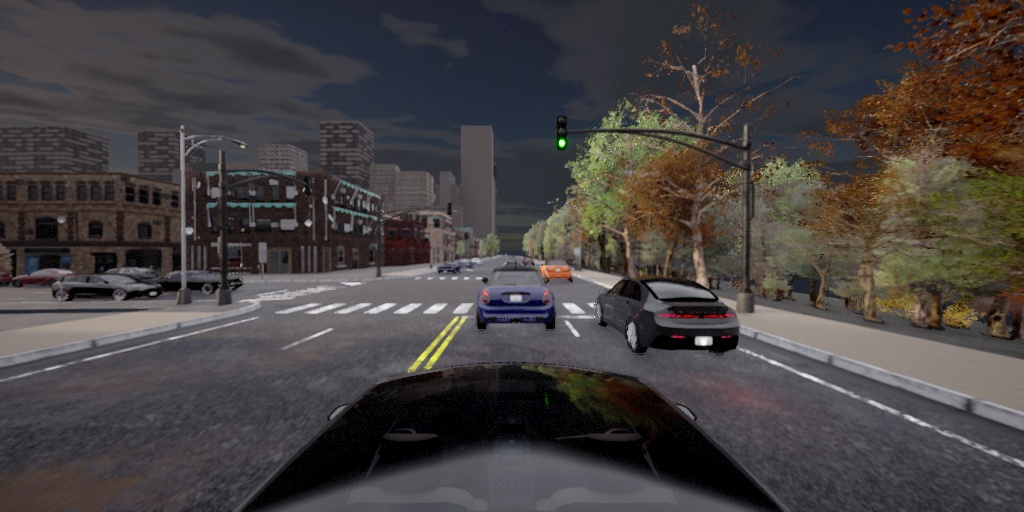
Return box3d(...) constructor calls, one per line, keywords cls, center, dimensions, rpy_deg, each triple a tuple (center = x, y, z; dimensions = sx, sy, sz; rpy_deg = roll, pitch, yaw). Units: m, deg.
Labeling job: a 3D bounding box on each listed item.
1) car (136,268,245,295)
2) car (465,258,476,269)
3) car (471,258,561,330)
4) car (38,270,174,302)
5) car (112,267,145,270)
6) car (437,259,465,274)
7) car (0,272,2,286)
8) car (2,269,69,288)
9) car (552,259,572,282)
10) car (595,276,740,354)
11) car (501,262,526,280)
box3d(cls="car", center=(-18.088, 1.494, 20.432), dimensions=(4.718, 1.301, 1.895), rpy_deg=(-1, 1, 1))
box3d(cls="car", center=(-6.576, 1.115, 50.473), dimensions=(1.812, 1.442, 4.674), rpy_deg=(0, 1, 0))
box3d(cls="car", center=(0.101, 1.073, 11.151), dimensions=(2.097, 1.767, 4.553), rpy_deg=(0, 0, 0))
box3d(cls="car", center=(-19.946, 1.515, 17.769), dimensions=(4.313, 1.339, 1.948), rpy_deg=(0, 0, 0))
box3d(cls="car", center=(-28.278, 1.485, 26.282), dimensions=(4.403, 1.370, 2.007), rpy_deg=(0, 0, 0))
box3d(cls="car", center=(-6.589, 1.232, 38.081), dimensions=(1.895, 1.301, 4.718), rpy_deg=(0, 0, 3))
box3d(cls="car", center=(-39.348, 1.641, 26.297), dimensions=(4.207, 1.307, 1.802), rpy_deg=(0, 0, 0))
box3d(cls="car", center=(-33.814, 1.579, 26.289), dimensions=(4.207, 1.307, 1.802), rpy_deg=(0, 0, 0))
box3d(cls="car", center=(3.352, 1.017, 28.142), dimensions=(2.097, 1.767, 4.553), rpy_deg=(0, 0, 0))
box3d(cls="car", center=(3.350, 1.233, 8.688), dimensions=(1.837, 1.490, 4.892), rpy_deg=(0, 0, 0))
box3d(cls="car", center=(0.101, 1.222, 30.283), dimensions=(1.994, 1.385, 4.181), rpy_deg=(0, 0, 0))
